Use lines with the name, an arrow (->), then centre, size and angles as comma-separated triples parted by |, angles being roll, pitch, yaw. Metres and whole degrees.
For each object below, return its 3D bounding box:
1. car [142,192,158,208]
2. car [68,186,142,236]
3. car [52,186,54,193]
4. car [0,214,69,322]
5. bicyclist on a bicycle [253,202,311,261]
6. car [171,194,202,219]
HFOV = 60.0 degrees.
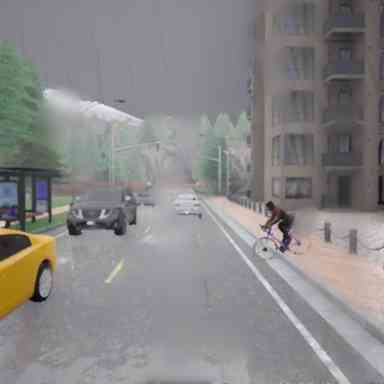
car -> -4.166, 0.675, 29.879 | 1.895, 1.301, 4.718 | 0, 2, -1
car -> -3.906, 0.744, 15.443 | 2.150, 2.045, 5.566 | 0, 2, -1
car -> -26.313, -0.641, 59.232 | 1.932, 1.855, 4.605 | 0, 2, -3
car -> -3.679, 1.329, 4.847 | 1.882, 1.535, 5.008 | 0, 2, -1
bicyclist on a bicycle -> 2.450, 1.062, 9.292 | 1.656, 1.620, 0.582 | -9, 2, -1
car -> -0.345, 0.857, 21.403 | 1.812, 1.442, 4.674 | 0, 2, -1
